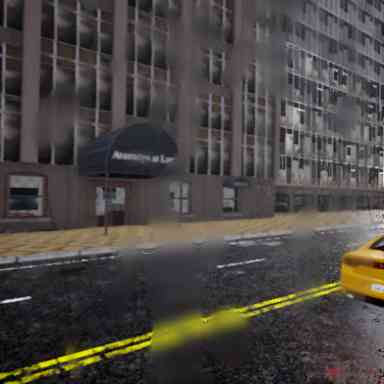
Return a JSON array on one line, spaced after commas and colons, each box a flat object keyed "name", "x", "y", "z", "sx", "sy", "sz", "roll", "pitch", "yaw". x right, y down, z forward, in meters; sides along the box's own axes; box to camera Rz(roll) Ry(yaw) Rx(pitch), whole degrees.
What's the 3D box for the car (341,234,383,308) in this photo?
[{"name": "car", "x": 5.241, "y": 1.518, "z": 7.157, "sx": 5.008, "sy": 1.535, "sz": 1.882, "roll": 0, "pitch": 0, "yaw": -35}]
